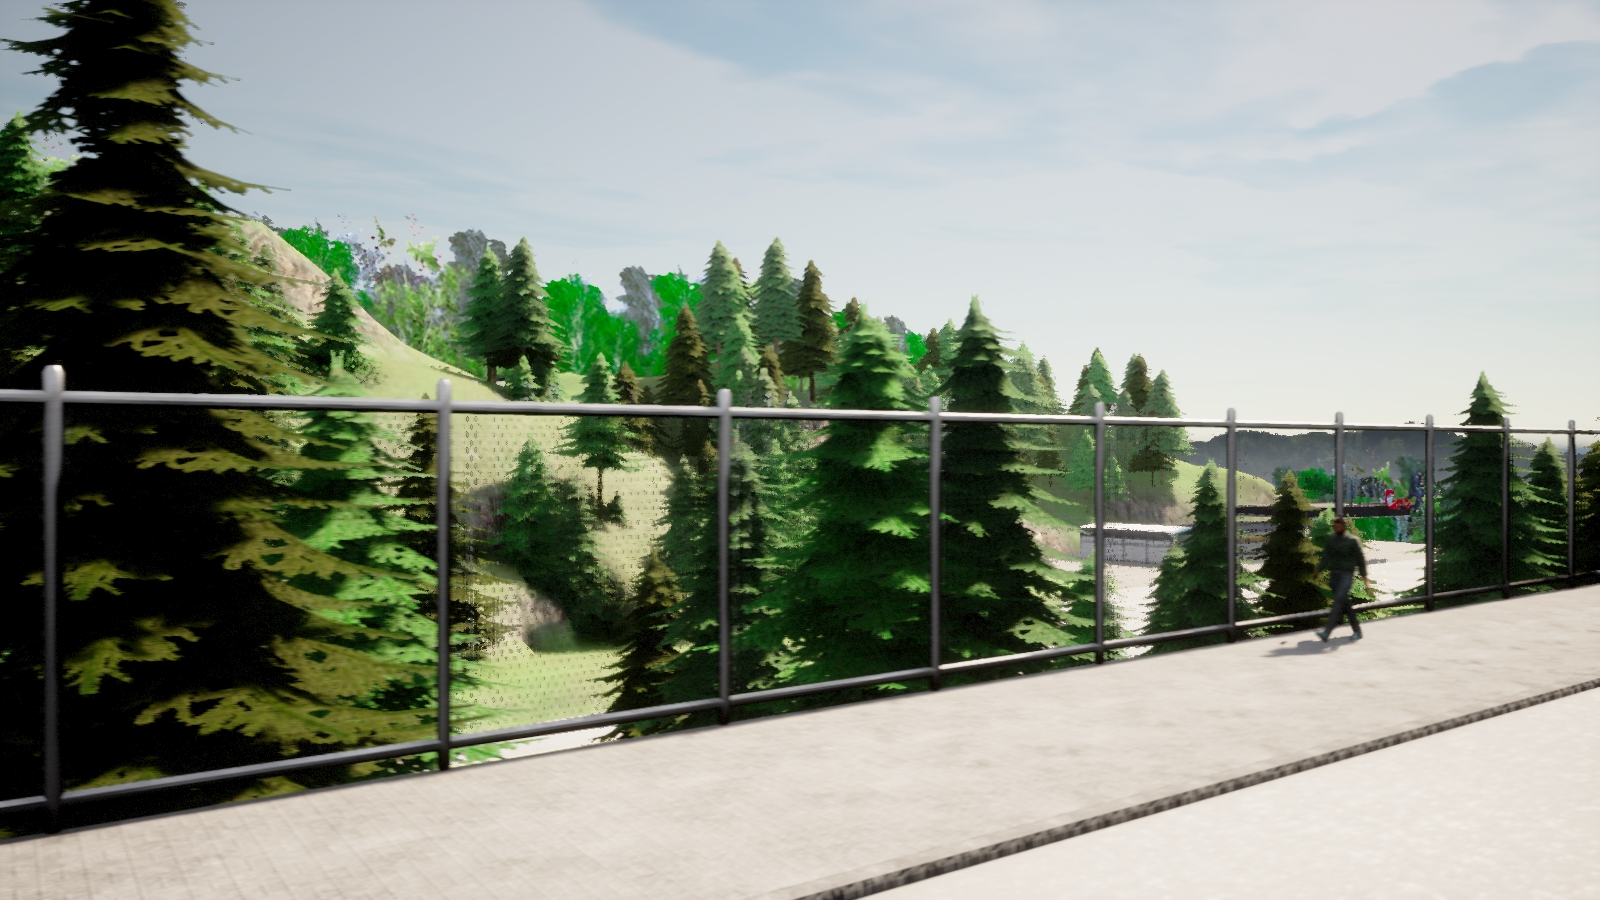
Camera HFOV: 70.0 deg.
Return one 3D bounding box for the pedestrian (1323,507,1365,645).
[{"bbox_3d":[7.590,1.744,15.941,0.375,1.860,0.375,0,0,-30],"label":"pedestrian"}]
